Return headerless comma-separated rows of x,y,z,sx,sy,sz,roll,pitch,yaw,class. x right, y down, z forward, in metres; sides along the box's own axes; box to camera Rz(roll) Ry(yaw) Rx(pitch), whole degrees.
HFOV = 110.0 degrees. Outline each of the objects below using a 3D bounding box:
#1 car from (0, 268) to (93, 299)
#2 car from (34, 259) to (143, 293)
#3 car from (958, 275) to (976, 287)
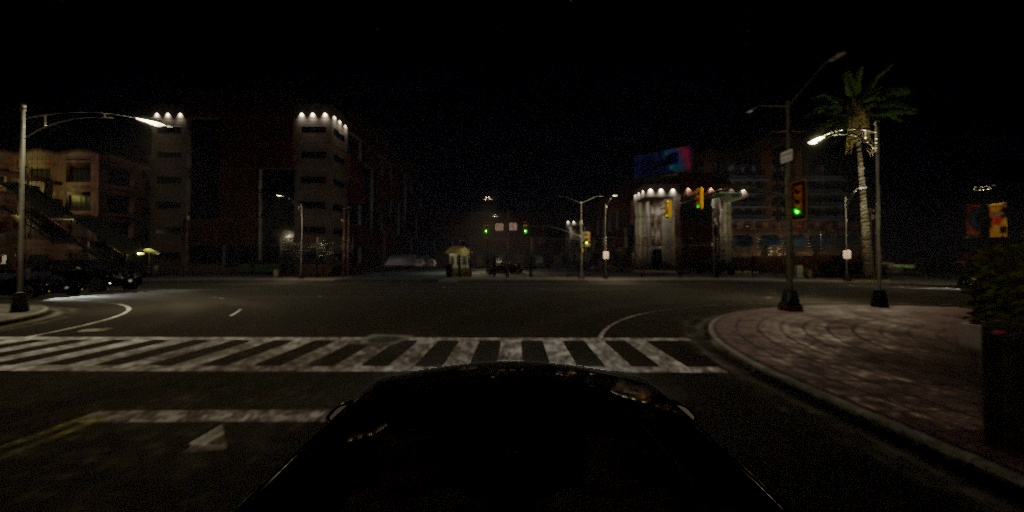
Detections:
-26.138,1.532,19.455,4.181,1.385,1.994,0,-1,0,car
-27.083,1.231,22.866,5.566,2.045,2.150,0,-1,0,car
32.820,1.579,23.688,4.181,1.385,1.994,0,-1,30,car
